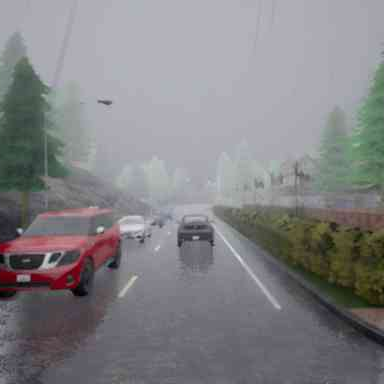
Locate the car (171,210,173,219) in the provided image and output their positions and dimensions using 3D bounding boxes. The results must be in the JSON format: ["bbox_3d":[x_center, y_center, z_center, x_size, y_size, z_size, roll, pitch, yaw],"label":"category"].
[{"bbox_3d":[-3.343,2.642,40.763,1.882,1.535,5.008,-1,-2,1],"label":"car"}]

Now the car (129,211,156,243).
[{"bbox_3d":[-3.497,2.119,19.648,1.812,1.442,4.674,-1,-2,0],"label":"car"}]

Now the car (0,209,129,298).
[{"bbox_3d":[-3.570,1.550,9.831,2.150,2.045,5.566,-1,-2,0],"label":"car"}]

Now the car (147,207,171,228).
[{"bbox_3d":[-3.418,2.364,29.967,2.128,1.511,4.902,-1,-2,1],"label":"car"}]

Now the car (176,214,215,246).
[{"bbox_3d":[0.182,1.981,18.195,1.837,1.490,4.892,-1,-2,0],"label":"car"}]
